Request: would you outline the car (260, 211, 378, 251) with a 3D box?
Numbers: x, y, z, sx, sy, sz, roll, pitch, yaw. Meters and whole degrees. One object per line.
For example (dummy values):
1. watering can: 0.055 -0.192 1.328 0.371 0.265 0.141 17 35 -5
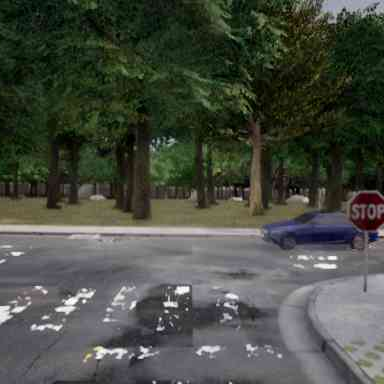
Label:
1. car: 5.183 1.526 13.707 4.674 1.442 1.812 0 1 -5
